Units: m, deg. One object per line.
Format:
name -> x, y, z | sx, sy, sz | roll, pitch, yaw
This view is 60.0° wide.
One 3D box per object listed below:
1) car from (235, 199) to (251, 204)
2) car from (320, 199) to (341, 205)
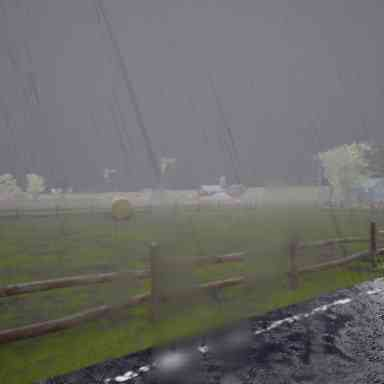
car -> 14.496, 2.719, 94.452 | 1.895, 1.301, 4.718 | -1, 0, -36
car -> 30.123, 2.249, 72.643 | 1.837, 1.490, 4.892 | -1, 0, -36
